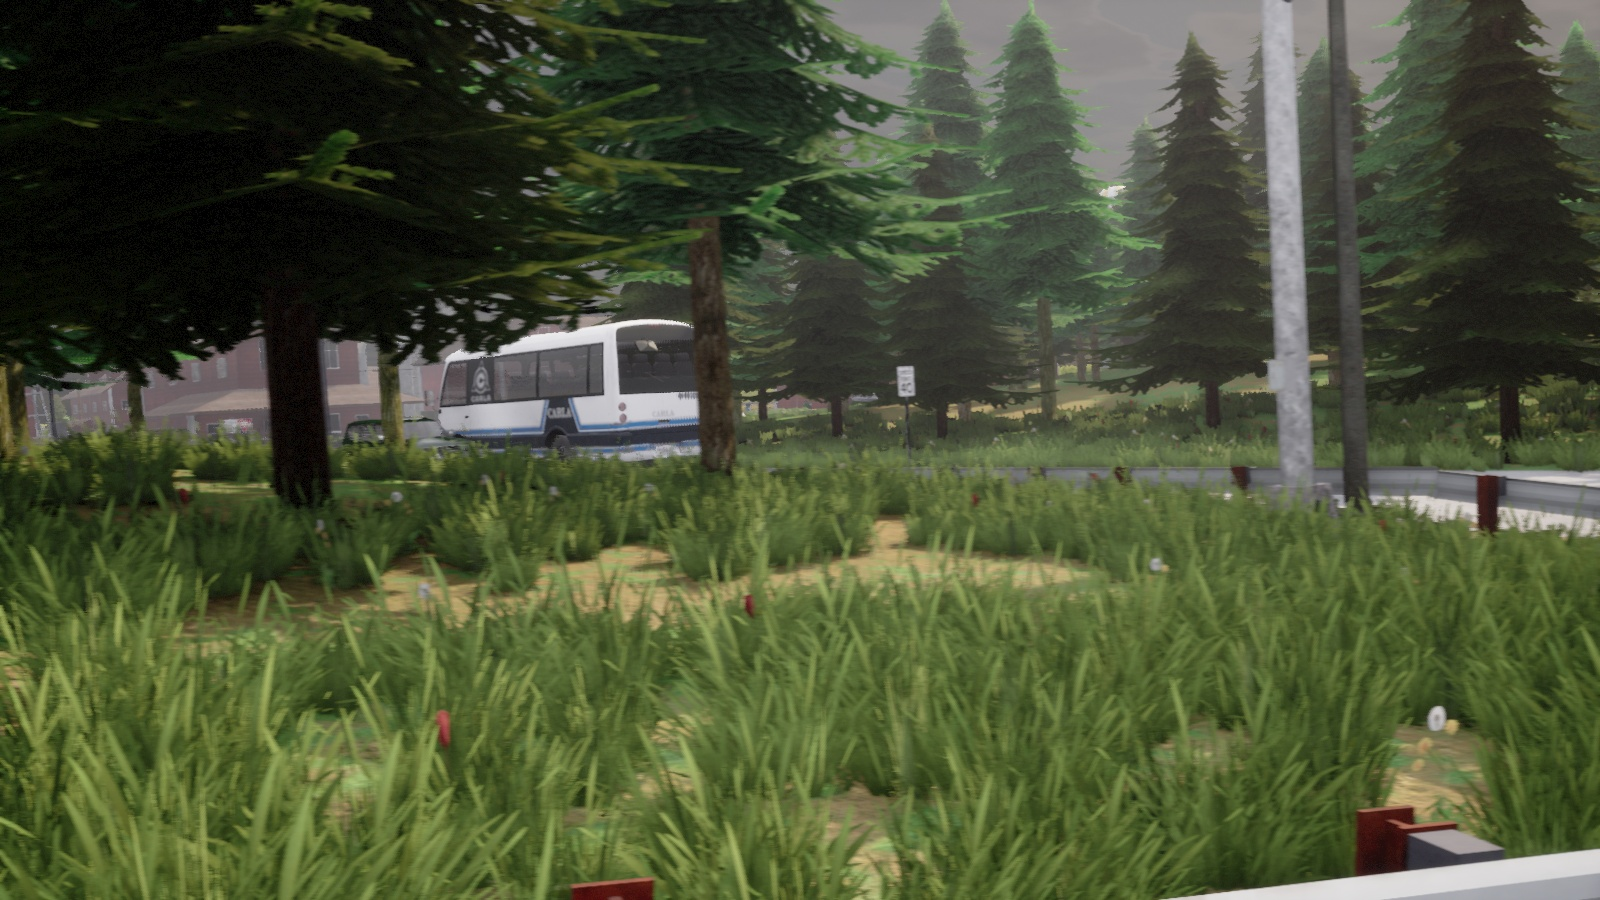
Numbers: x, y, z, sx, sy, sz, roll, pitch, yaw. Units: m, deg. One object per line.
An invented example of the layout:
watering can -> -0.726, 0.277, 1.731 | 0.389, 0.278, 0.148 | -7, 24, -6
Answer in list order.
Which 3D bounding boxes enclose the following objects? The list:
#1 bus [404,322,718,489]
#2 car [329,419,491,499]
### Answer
bus -> -7.447, -1.168, 37.668 | 3.944, 4.253, 10.273 | -7, 3, -43
car -> -11.625, 0.303, 37.149 | 2.150, 2.045, 5.566 | -7, 3, -43
